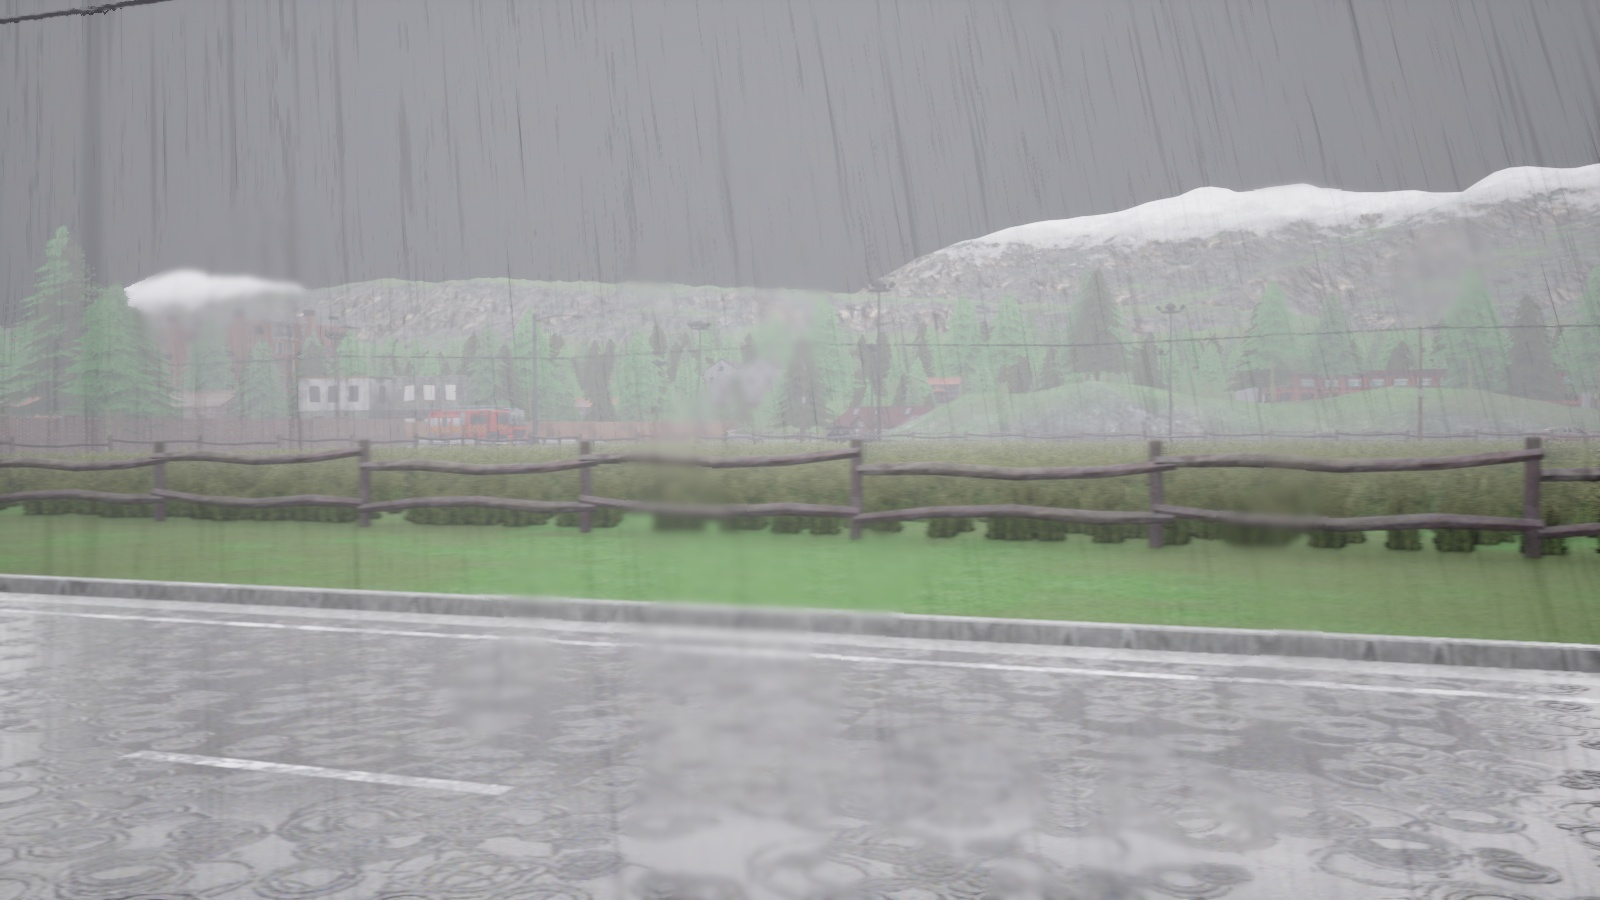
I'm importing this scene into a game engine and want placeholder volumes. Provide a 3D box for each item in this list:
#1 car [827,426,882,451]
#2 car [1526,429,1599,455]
[{"bbox_3d":[4.190,-0.901,96.107,3.866,1.878,1.905,1,1,18],"label":"car"},{"bbox_3d":[51.707,-0.546,84.050,5.027,1.651,2.152,1,1,18],"label":"car"}]
